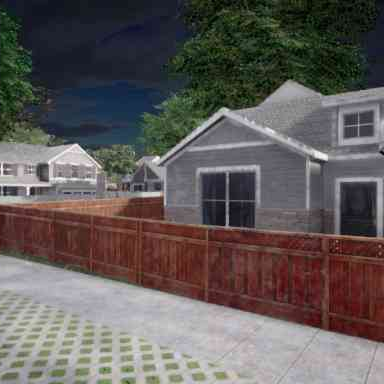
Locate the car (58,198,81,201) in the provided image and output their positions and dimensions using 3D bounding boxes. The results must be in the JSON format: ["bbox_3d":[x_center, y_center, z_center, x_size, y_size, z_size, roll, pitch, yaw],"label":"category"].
[{"bbox_3d":[-9.469,1.234,25.070,1.812,1.442,4.674,0,1,35],"label":"car"}]
